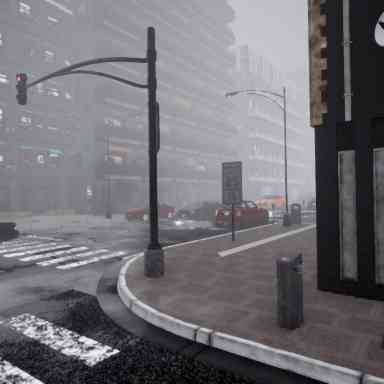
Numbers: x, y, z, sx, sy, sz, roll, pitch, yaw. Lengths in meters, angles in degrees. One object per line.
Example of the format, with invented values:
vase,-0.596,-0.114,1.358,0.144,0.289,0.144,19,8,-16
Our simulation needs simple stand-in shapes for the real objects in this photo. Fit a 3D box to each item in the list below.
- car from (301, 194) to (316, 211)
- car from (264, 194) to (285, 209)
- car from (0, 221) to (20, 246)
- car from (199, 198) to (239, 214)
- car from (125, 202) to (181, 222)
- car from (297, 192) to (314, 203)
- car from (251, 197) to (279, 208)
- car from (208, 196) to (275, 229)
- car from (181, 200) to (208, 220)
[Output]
car,12.951,1.195,33.521,1.947,1.339,4.313,-1,0,36
car,8.842,1.085,37.702,2.097,1.767,4.553,-1,-1,36
car,-8.749,1.536,11.608,2.033,1.411,5.357,-1,0,20
car,2.843,1.383,33.870,2.008,1.369,4.403,-1,0,36
car,-3.175,1.458,25.755,1.887,1.381,4.507,-1,0,36
car,19.503,0.930,56.772,2.192,1.841,5.009,-1,0,36
car,9.509,1.310,43.031,1.947,1.339,4.313,-1,0,36
car,3.042,1.200,19.717,1.967,1.590,4.097,-1,0,36
car,0.924,1.384,26.842,2.033,1.411,5.357,-1,0,36
